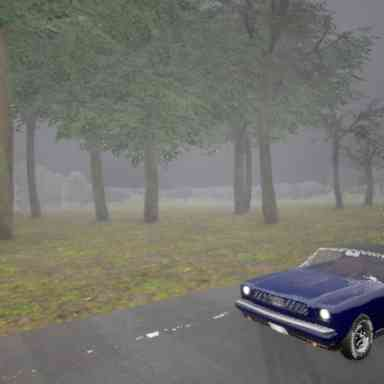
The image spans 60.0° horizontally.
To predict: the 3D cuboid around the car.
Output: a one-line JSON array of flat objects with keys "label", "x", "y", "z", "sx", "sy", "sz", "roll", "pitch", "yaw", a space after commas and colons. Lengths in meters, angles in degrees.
[{"label": "car", "x": 3.066, "y": 1.692, "z": 6.196, "sx": 4.718, "sy": 1.301, "sz": 1.895, "roll": 0, "pitch": -1, "yaw": -36}]
